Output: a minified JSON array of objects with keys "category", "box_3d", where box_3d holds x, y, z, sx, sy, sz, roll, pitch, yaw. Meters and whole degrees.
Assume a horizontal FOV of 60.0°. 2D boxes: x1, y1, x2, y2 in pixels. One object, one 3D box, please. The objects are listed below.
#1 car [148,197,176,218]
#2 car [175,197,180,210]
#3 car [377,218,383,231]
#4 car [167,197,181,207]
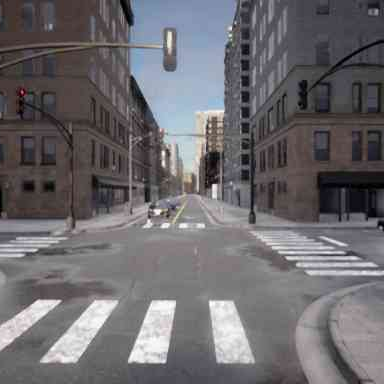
[{"category":"car","box_3d":[-2.855,1.495,30.048,2.128,1.511,4.902,0,0,0]},{"category":"car","box_3d":[-2.848,1.612,40.165,1.895,1.301,4.718,0,0,0]},{"category":"car","box_3d":[12.367,1.560,17.931,4.313,1.339,1.947,0,0,0]},{"category":"car","box_3d":[-2.828,1.554,53.242,1.812,1.442,4.674,0,0,1]}]
